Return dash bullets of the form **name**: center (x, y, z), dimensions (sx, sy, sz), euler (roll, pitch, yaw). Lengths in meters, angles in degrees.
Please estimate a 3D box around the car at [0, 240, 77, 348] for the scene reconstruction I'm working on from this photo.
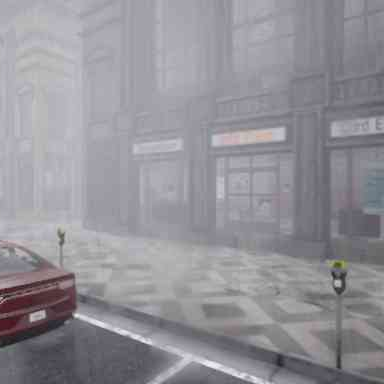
- **car**: center (-3.867, 1.498, 5.725), dimensions (4.507, 1.381, 1.887), euler (1, 0, 35)
